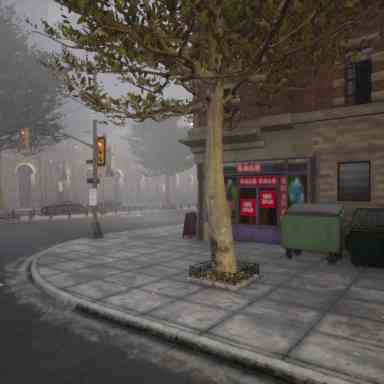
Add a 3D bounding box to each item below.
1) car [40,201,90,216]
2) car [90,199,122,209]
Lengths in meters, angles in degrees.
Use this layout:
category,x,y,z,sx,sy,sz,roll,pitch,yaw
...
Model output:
category,x,y,z,sx,sy,sz,roll,pitch,yaw
car,-12.688,1.564,32.863,1.994,1.385,4.181,0,0,36
car,-11.930,1.595,45.150,1.895,1.301,4.718,0,0,36
